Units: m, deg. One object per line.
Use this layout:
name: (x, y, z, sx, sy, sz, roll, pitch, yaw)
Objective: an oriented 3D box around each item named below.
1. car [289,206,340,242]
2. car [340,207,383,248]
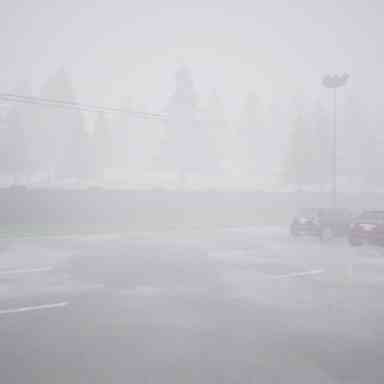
car: (7.368, 1.521, 17.347, 4.553, 1.767, 2.097, 1, 0, -26)
car: (8.913, 1.518, 14.204, 4.553, 1.767, 2.097, 1, 0, -26)
